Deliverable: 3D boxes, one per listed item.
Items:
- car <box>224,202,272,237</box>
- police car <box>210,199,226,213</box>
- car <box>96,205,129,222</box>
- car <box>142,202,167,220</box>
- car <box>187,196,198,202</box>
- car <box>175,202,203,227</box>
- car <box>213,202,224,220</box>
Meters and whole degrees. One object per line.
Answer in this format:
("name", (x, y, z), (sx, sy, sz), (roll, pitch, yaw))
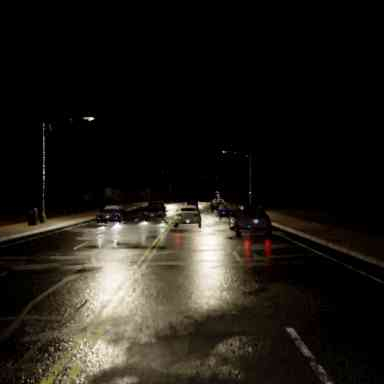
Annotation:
("car", (3.256, 1.568, 19.196), (2.033, 1.649, 4.856), (0, 0, 0))
("police car", (3.264, 1.715, 41.306), (1.930, 1.638, 5.238), (0, 0, 0))
("car", (-6.592, 1.761, 27.929), (1.994, 1.385, 4.181), (0, 0, 0))
("car", (-3.341, 1.693, 30.567), (1.882, 1.535, 5.008), (0, 0, 0))
("car", (0.101, 1.897, 60.378), (1.882, 1.535, 5.008), (0, 0, 0))
("car", (-0.216, 1.696, 24.133), (1.812, 1.442, 4.674), (0, 0, 1))
("car", (3.260, 1.814, 30.225), (1.895, 1.301, 4.718), (0, 0, 0))
